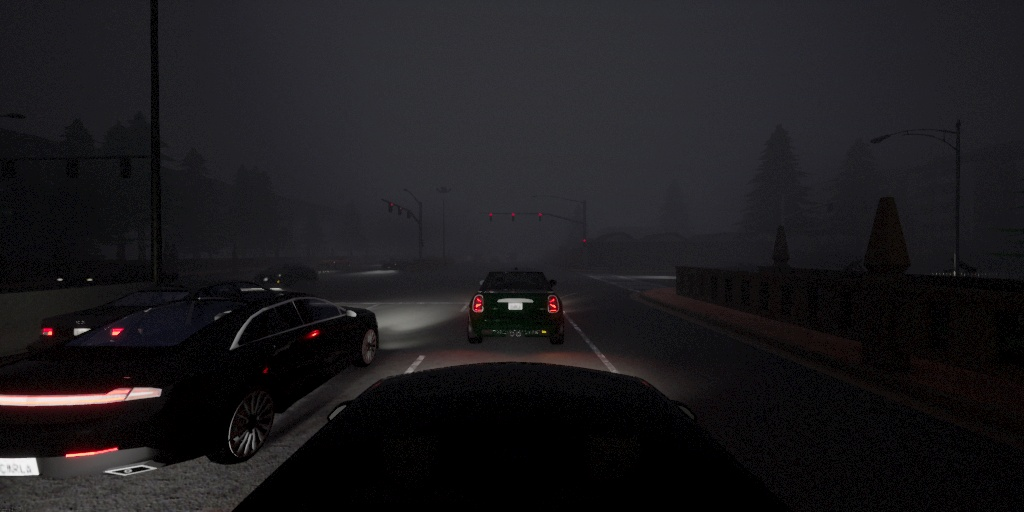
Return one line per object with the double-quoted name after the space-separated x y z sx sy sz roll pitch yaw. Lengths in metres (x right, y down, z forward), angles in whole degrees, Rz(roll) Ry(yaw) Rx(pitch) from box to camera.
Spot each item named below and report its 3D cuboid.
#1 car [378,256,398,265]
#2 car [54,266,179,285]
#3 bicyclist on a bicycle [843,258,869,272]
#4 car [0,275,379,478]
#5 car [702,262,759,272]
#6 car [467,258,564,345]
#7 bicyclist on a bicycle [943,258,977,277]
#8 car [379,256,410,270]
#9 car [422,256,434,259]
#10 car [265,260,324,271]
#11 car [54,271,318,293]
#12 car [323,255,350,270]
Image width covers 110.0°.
-21.059 0.728 60.958 1.812 1.442 4.674 0 0 0 "car"
-21.101 1.203 19.450 1.895 1.301 4.718 0 1 0 "car"
17.868 0.911 18.630 0.582 1.620 1.656 0 1 -14 "bicyclist on a bicycle"
-3.437 1.224 4.908 2.128 1.511 4.902 0 1 0 "car"
18.066 1.108 29.328 4.718 1.301 1.895 0 1 2 "car"
0.142 1.048 9.570 2.097 1.767 4.553 0 1 2 "car"
22.202 0.919 17.779 0.582 1.620 1.656 0 0 -35 "bicyclist on a bicycle"
-13.998 0.978 42.795 1.895 1.301 4.718 0 1 -1 "car"
-14.073 0.680 60.934 1.882 1.535 5.008 0 1 0 "car"
-14.100 1.137 22.511 1.994 1.385 4.181 0 0 0 "car"
-6.921 1.251 8.294 2.033 1.411 5.357 0 1 0 "car"
-21.100 0.732 42.550 2.097 1.767 4.553 0 1 0 "car"
